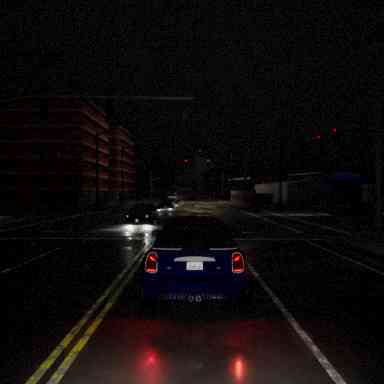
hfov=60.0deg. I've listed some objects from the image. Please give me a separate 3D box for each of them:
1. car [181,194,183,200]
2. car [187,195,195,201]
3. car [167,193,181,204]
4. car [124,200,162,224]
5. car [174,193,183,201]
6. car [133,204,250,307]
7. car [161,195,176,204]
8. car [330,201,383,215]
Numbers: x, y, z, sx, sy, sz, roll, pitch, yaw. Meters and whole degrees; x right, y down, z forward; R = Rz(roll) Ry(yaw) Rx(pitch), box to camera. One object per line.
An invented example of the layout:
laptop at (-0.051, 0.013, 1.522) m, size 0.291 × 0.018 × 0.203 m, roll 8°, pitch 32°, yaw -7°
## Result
car at (-3.671, 1.540, 74.265) m, size 2.033 × 1.411 × 5.357 m, roll 0°, pitch 0°, yaw 0°
car at (-0.188, 1.500, 81.285) m, size 1.837 × 1.490 × 4.892 m, roll 0°, pitch 0°, yaw 0°
car at (-3.710, 1.219, 62.239) m, size 2.150 × 2.045 × 5.566 m, roll 0°, pitch 0°, yaw 0°
car at (-3.652, 1.512, 24.715) m, size 2.033 × 1.411 × 5.357 m, roll 0°, pitch 0°, yaw 0°
car at (-3.707, 1.211, 89.652) m, size 2.150 × 2.045 × 5.566 m, roll 0°, pitch 0°, yaw 0°
car at (0.056, 1.352, 8.117) m, size 2.097 × 1.767 × 4.553 m, roll 0°, pitch 0°, yaw 0°
car at (-3.577, 1.546, 46.054) m, size 2.033 × 1.411 × 5.357 m, roll 0°, pitch 0°, yaw -2°
car at (16.391, 1.601, 33.204) m, size 4.718 × 1.301 × 1.895 m, roll 0°, pitch 0°, yaw 0°
